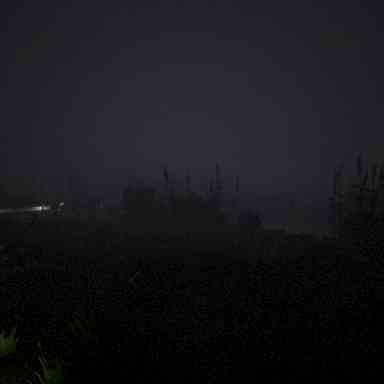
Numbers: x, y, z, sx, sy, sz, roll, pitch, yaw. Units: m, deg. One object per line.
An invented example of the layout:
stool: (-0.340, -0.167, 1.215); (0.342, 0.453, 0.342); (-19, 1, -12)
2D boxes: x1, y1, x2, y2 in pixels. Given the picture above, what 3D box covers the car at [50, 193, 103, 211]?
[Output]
car: (-10.539, 0.961, 30.381); (2.097, 1.767, 4.553); (0, 3, 40)
